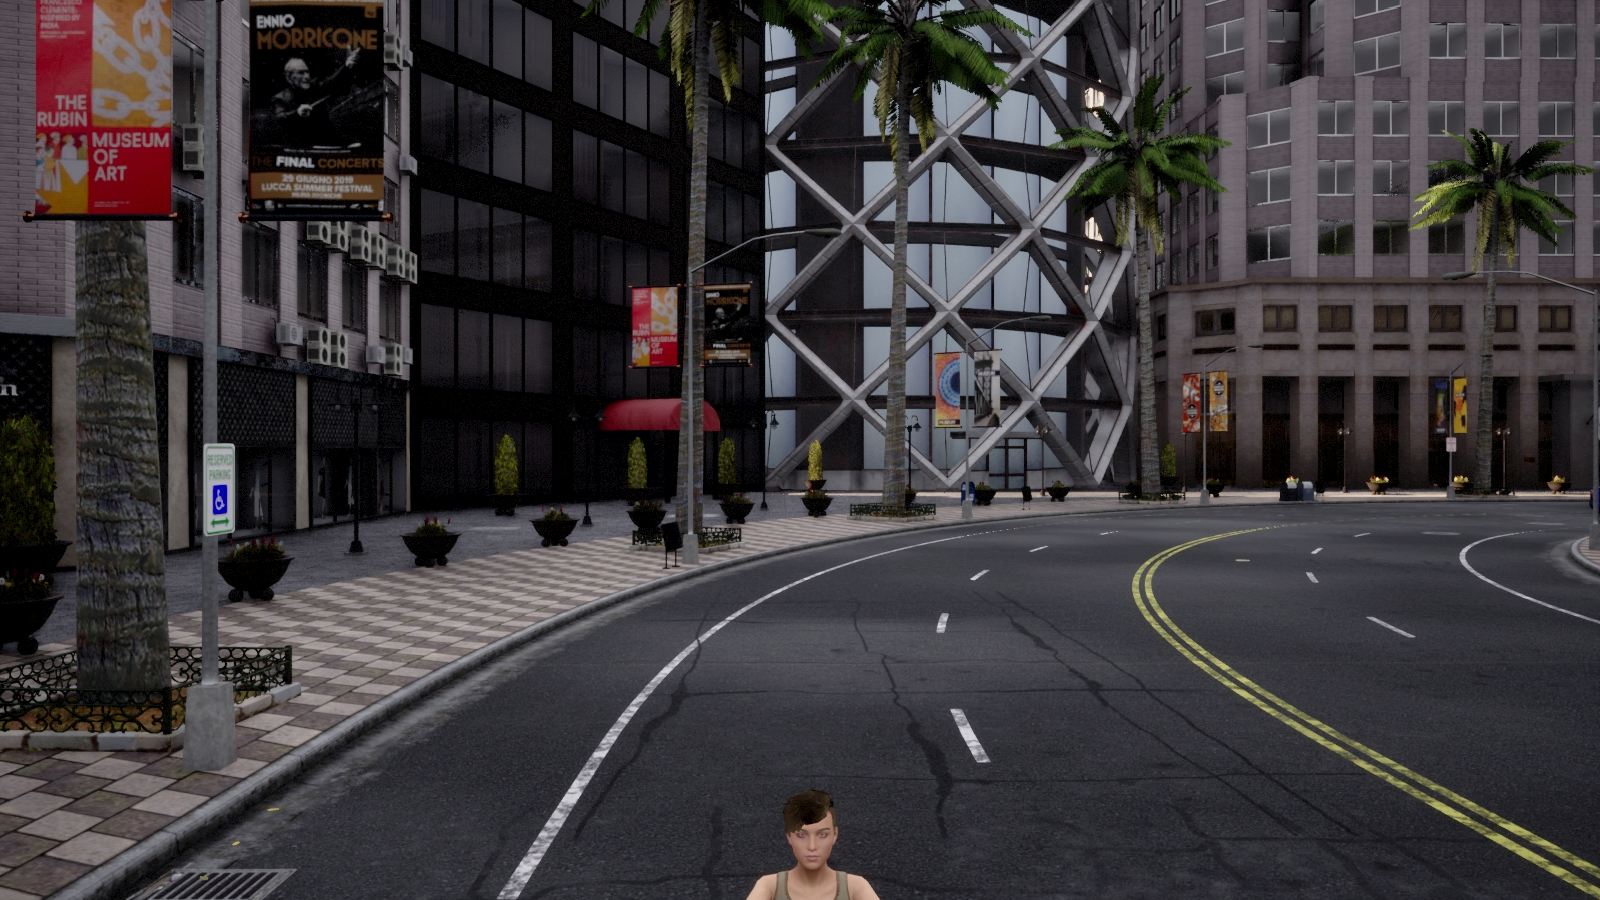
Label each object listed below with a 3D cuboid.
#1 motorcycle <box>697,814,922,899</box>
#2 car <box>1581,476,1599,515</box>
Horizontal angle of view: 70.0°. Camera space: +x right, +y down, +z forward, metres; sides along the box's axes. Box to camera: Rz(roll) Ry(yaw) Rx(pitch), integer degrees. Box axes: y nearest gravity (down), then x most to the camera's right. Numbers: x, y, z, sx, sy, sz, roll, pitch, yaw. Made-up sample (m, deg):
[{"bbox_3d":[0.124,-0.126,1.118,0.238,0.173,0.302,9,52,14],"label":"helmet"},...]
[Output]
[{"bbox_3d":[0.030,2.170,3.616,0.764,1.277,2.356,0,0,1],"label":"motorcycle"},{"bbox_3d":[36.842,1.968,49.589,4.611,1.667,2.242,0,0,-11],"label":"car"}]
